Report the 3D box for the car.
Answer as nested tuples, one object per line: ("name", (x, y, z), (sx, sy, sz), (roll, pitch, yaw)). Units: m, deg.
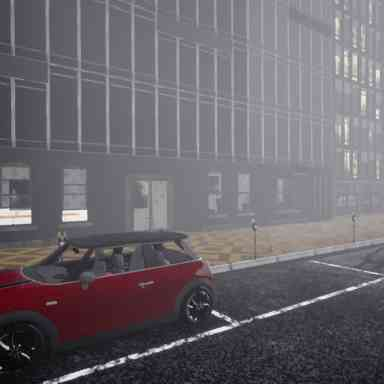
("car", (-1.626, 1.440, 5.405), (4.097, 1.590, 1.967), (0, 0, -35))
